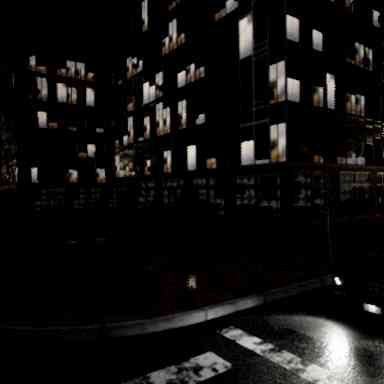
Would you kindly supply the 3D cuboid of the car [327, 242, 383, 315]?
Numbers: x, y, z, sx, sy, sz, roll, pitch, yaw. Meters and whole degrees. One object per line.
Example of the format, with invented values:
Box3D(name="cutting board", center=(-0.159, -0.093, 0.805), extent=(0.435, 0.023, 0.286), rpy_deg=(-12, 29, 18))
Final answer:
Box3D(name="car", center=(5.138, 1.520, 7.042), extent=(5.357, 1.411, 2.033), rpy_deg=(0, 0, -36))
